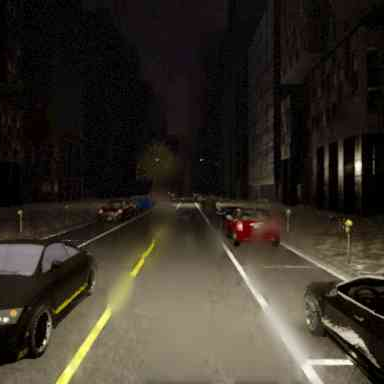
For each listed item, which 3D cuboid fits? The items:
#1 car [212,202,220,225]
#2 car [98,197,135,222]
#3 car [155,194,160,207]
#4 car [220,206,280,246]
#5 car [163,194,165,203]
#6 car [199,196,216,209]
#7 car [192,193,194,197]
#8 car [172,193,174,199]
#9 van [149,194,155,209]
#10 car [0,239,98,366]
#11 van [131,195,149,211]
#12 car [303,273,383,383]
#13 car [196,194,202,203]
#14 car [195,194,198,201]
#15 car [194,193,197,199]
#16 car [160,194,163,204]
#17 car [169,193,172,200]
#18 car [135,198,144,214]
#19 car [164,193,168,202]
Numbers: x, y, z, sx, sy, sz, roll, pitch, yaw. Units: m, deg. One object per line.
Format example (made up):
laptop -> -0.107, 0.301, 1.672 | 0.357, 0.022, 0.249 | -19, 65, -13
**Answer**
car -> 2.521, 1.545, 20.807 | 1.947, 1.339, 4.313 | 0, 0, -1
car -> -6.073, 1.438, 26.373 | 1.967, 1.590, 4.097 | 0, 0, -1
car -> -6.353, 1.301, 49.082 | 2.192, 1.841, 5.009 | 0, 0, -1
car -> 2.591, 1.423, 15.130 | 1.967, 1.590, 4.097 | 0, 0, -1
car -> -6.492, 1.546, 60.436 | 1.947, 1.339, 4.313 | 0, 0, -1
car -> 2.242, 1.549, 43.517 | 1.802, 1.307, 4.206 | 0, 0, -1
car -> 1.752, 1.392, 83.257 | 1.967, 1.590, 4.097 | 0, 0, -1
car -> -6.910, 1.500, 94.327 | 1.752, 1.417, 4.829 | 0, 0, -1
van -> -6.283, 1.330, 43.405 | 1.690, 1.788, 3.998 | 0, 0, -1
car -> -3.069, 1.568, 5.818 | 1.994, 1.385, 4.181 | 0, 0, -1
van -> -6.213, 1.333, 37.728 | 1.690, 1.788, 3.998 | 0, 0, -1
car -> 2.731, 1.556, 3.776 | 1.947, 1.339, 4.313 | 0, 0, -1
car -> 2.102, 1.512, 54.871 | 2.008, 1.369, 4.403 | 0, 0, -1
car -> 1.962, 1.538, 66.225 | 1.802, 1.307, 4.206 | 0, 0, -1
car -> 1.890, 1.480, 72.072 | 1.752, 1.417, 4.829 | 0, 0, -1
car -> -6.423, 1.298, 54.759 | 2.192, 1.841, 5.009 | 0, 0, -1
car -> -6.773, 1.289, 83.143 | 2.192, 1.841, 5.009 | 0, 0, -1
car -> -6.143, 1.546, 32.051 | 2.008, 1.369, 4.403 | 0, 0, -1
car -> -6.563, 1.293, 66.113 | 2.192, 1.841, 5.009 | 0, 0, -1
